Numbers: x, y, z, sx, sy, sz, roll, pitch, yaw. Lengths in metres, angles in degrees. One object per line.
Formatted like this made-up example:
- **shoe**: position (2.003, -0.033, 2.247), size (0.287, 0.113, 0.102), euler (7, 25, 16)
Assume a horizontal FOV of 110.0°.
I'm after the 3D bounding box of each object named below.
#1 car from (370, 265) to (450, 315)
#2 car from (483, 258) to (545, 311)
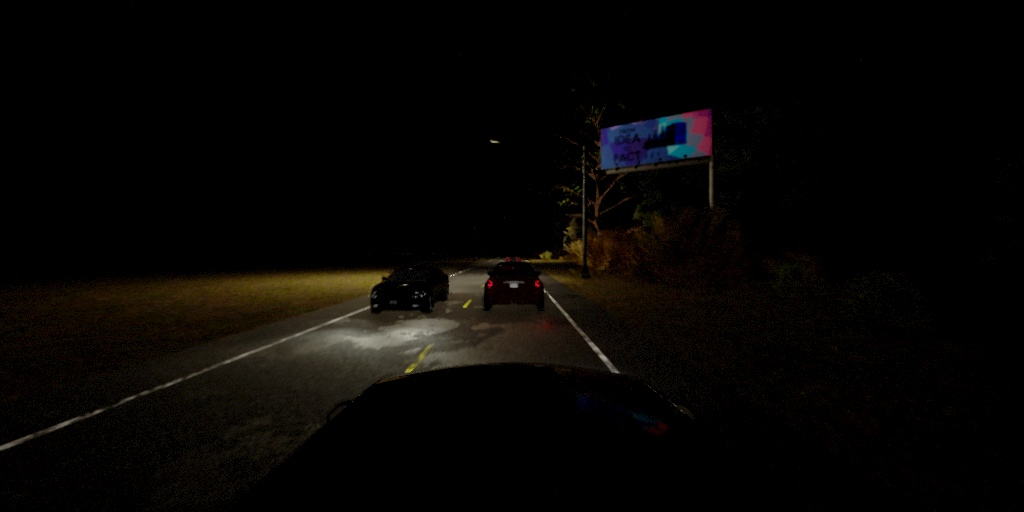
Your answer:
- **car**: position (-3.570, 1.118, 13.318), size (1.882, 1.535, 5.008), euler (0, 0, 0)
- **car**: position (0.075, 0.985, 13.983), size (2.097, 1.767, 4.553), euler (0, 0, 0)
